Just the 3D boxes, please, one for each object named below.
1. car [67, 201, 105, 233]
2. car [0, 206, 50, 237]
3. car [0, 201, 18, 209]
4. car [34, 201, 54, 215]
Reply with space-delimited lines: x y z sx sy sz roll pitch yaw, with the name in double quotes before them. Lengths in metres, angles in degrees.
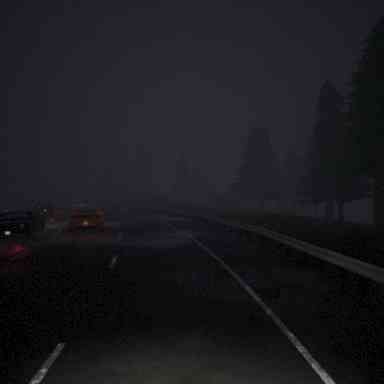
"car" -6.516 1.585 20.771 1.882 1.535 5.008 0 0 -15
"car" -9.456 1.708 18.370 1.895 1.301 4.718 0 0 -13
"car" -19.759 1.737 35.621 1.812 1.442 4.674 0 0 -27
"car" -16.202 1.729 36.360 1.812 1.442 4.674 0 0 -27
